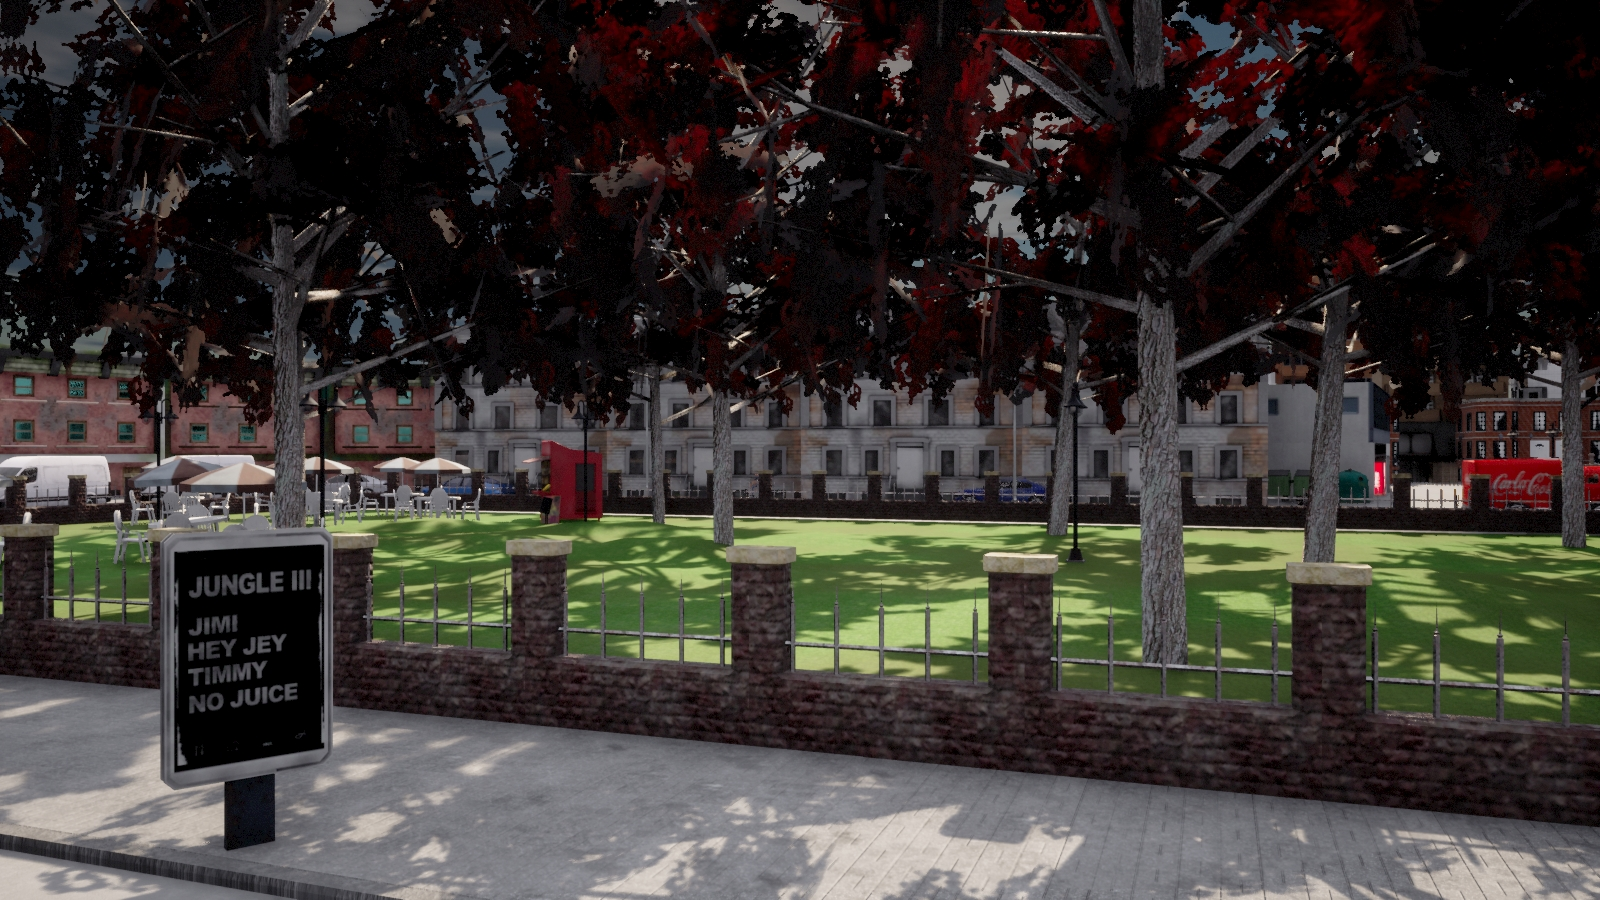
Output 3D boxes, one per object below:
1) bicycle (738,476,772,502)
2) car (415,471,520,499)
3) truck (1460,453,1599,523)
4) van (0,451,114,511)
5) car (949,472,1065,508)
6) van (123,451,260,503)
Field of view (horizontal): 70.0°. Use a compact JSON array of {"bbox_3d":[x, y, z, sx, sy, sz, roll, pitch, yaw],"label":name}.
[{"bbox_3d":[-2.257,1.946,57.065,1.643,1.296,0.373,-1,0,20],"label":"bicycle"},{"bbox_3d":[-18.262,1.902,62.828,5.357,1.411,2.033,0,0,19],"label":"car"},{"bbox_3d":[27.513,1.350,42.018,5.204,2.467,2.627,-1,0,20],"label":"truck"},{"bbox_3d":[-34.456,1.334,51.696,1.988,2.561,5.915,0,0,21],"label":"van"},{"bbox_3d":[9.556,1.818,52.794,5.006,1.535,2.097,0,0,20],"label":"car"},{"bbox_3d":[-31.314,1.336,58.944,1.988,2.561,5.915,0,0,41],"label":"van"}]
